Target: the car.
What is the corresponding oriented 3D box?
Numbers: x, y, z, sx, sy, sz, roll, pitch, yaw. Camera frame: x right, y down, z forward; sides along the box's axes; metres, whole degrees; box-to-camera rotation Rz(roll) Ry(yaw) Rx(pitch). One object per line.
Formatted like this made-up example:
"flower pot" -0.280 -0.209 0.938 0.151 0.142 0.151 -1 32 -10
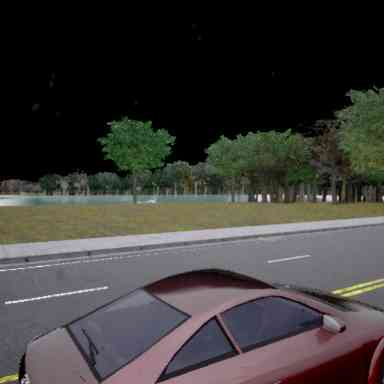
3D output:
"car" 0.474 1.564 3.505 4.181 1.385 1.994 0 0 -32
